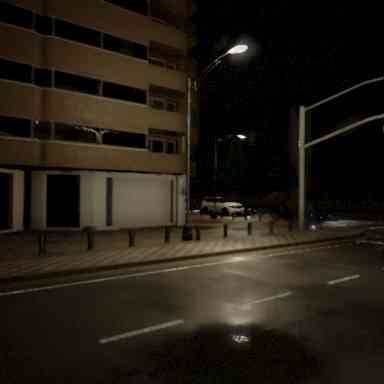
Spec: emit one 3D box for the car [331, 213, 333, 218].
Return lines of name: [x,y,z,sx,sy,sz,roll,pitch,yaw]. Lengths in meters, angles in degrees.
car: [11.140,1.915,32.079,1.812,1.442,4.674,1,0,-36]

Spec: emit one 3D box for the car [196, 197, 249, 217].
car: [3.313,1.567,36.918,2.150,2.045,5.566,1,-1,-36]

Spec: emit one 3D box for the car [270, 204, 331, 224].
car: [9.078,1.851,28.923,1.837,1.490,4.892,1,0,-36]

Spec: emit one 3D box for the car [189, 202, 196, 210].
car: [-1.053,1.952,48.963,1.994,1.385,4.181,1,-1,-35]

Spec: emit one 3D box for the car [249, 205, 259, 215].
car: [5.729,1.893,39.543,1.837,1.490,4.892,1,0,-36]
